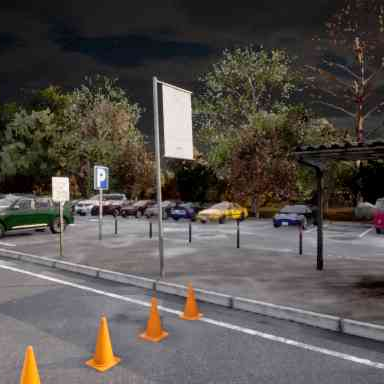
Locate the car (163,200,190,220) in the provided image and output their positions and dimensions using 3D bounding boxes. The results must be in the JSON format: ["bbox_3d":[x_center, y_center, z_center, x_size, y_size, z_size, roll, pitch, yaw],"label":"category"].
[{"bbox_3d":[0.238,1.504,26.923,2.163,1.488,4.792,0,0,35],"label":"car"}]

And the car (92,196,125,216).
[{"bbox_3d":[-6.587,1.465,31.692,2.097,1.535,5.008,0,0,35],"label":"car"}]

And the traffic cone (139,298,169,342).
[{"bbox_3d":[-0.591,1.957,5.202,0.340,0.580,0.340,0,0,35],"label":"traffic cone"}]

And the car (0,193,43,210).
[{"bbox_3d":[-22.504,1.153,42.842,2.435,2.045,5.566,0,0,35],"label":"car"}]

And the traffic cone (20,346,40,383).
[{"bbox_3d":[-1.742,1.957,3.570,0.340,0.580,0.340,0,0,35],"label":"traffic cone"}]

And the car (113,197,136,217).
[{"bbox_3d":[-4.316,1.468,30.096,2.097,1.535,5.008,0,0,35],"label":"car"}]

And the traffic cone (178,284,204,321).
[{"bbox_3d":[-0.016,1.957,6.018,0.340,0.580,0.340,0,0,36],"label":"traffic cone"}]

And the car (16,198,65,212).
[{"bbox_3d":[-17.960,1.468,39.646,2.163,1.488,4.792,0,0,35],"label":"car"}]

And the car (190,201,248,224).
[{"bbox_3d":[2.385,1.474,25.151,1.946,1.575,5.366,0,0,35],"label":"car"}]

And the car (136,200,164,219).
[{"bbox_3d":[-2.045,1.472,28.500,2.231,1.521,4.892,0,0,35],"label":"car"}]

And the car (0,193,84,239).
[{"bbox_3d":[-8.876,1.220,17.272,2.435,2.045,5.566,0,0,35],"label":"car"}]

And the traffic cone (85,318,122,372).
[{"bbox_3d":[-1.166,1.957,4.386,0.340,0.580,0.340,0,0,35],"label":"traffic cone"}]

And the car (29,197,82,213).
[{"bbox_3d":[-15.569,1.443,38.226,1.946,1.575,5.366,0,0,35],"label":"car"}]

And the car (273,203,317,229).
[{"bbox_3d":[7.017,1.513,22.086,2.163,1.488,4.792,0,0,35],"label":"car"}]

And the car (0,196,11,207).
[{"bbox_3d":[-29.195,1.332,47.808,1.946,1.575,5.366,1,0,35],"label":"car"}]

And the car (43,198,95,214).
[{"bbox_3d":[-13.406,1.454,36.474,2.097,1.535,5.008,0,0,35],"label":"car"}]

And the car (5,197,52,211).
[{"bbox_3d":[-20.203,1.451,41.294,2.163,1.488,4.792,0,0,35],"label":"car"}]

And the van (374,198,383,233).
[{"bbox_3d":[11.641,1.263,19.012,1.878,1.987,4.442,0,0,35],"label":"van"}]

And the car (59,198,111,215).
[{"bbox_3d":[-11.134,1.461,34.875,2.231,1.521,4.892,0,0,35],"label":"car"}]

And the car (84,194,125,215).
[{"bbox_3d":[-8.877,1.211,33.261,2.435,2.045,5.566,0,0,35],"label":"car"}]
